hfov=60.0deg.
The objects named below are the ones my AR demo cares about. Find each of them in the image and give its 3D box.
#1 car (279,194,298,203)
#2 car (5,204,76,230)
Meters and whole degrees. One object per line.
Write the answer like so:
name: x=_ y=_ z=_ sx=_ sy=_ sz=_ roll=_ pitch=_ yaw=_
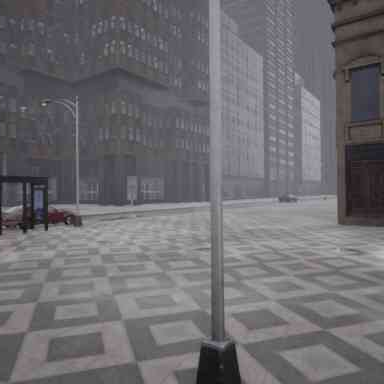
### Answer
car: x=16.445 y=1.110 z=56.507 sx=1.882 sy=1.535 sz=5.008 roll=-1 pitch=0 yaw=35
car: x=-9.330 y=1.430 z=20.314 sx=1.812 sy=1.442 sz=4.674 roll=-1 pitch=0 yaw=35
